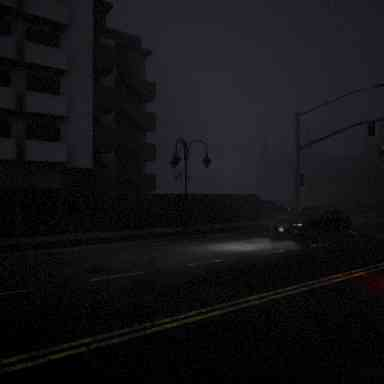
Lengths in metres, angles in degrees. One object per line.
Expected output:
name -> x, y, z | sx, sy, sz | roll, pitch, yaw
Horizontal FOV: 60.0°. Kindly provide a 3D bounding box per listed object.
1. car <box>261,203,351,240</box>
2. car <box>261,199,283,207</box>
car -> 6.161, 1.491, 16.935 | 4.902, 1.511, 2.128 | 0, 0, -35
car -> 7.818, 1.478, 32.198 | 1.882, 1.535, 5.008 | 0, 0, -38
